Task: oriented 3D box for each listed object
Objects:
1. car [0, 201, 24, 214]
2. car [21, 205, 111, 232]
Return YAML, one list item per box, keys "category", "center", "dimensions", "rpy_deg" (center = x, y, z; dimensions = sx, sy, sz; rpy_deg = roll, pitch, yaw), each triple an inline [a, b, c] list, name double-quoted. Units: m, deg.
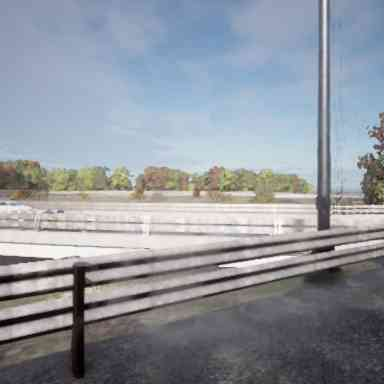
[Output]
- category: "car"
  center: [-16.464, 1.536, 30.243]
  dimensions: [4.674, 1.442, 1.812]
  rpy_deg: [0, 0, 22]
- category: "car"
  center: [-7.230, 1.600, 19.624]
  dimensions: [4.718, 1.301, 1.895]
  rpy_deg: [0, 0, 14]
